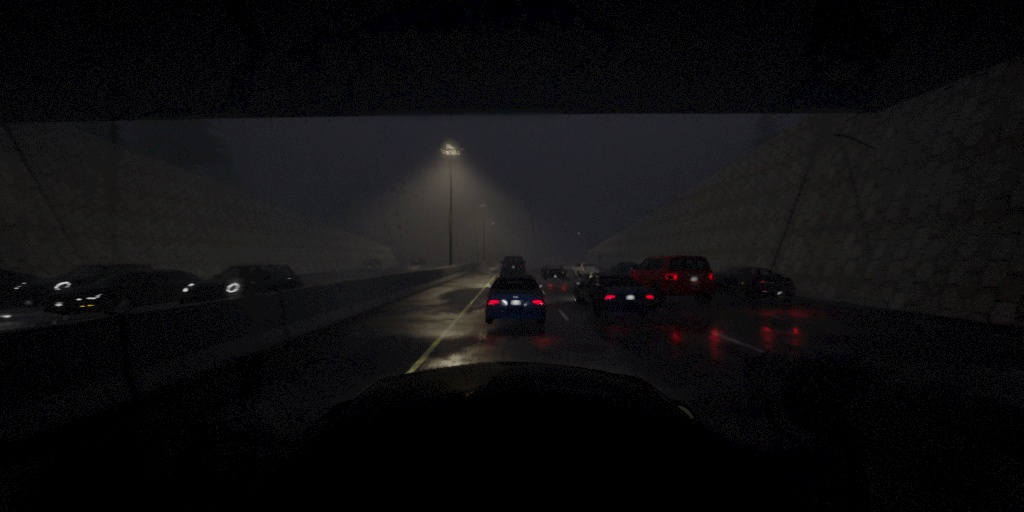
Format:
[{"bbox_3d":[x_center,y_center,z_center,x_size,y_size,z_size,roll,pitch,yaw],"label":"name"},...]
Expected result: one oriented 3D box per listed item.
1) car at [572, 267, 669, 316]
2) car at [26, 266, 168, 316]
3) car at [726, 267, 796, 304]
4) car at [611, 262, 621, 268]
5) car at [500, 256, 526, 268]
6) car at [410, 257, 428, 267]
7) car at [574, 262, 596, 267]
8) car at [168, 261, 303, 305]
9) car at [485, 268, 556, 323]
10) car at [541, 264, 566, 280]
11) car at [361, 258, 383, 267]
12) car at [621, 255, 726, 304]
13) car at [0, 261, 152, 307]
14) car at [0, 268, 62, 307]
[{"bbox_3d":[3.602,1.315,13.411,2.033,1.411,5.357,0,0,0],"label":"car"},{"bbox_3d":[-14.097,1.270,13.576,1.837,1.490,4.892,0,0,0],"label":"car"},{"bbox_3d":[10.603,1.264,16.624,2.128,1.511,4.902,0,0,0],"label":"car"},{"bbox_3d":[10.608,1.302,33.590,1.837,1.490,4.892,0,0,0],"label":"car"},{"bbox_3d":[0.108,1.016,32.696,2.150,2.045,5.566,0,0,0],"label":"car"},{"bbox_3d":[-13.987,0.938,54.021,1.837,1.490,4.892,0,0,0],"label":"car"},{"bbox_3d":[7.095,1.324,34.599,1.812,1.442,4.674,0,0,0],"label":"car"},{"bbox_3d":[-10.597,1.119,14.493,2.097,1.767,4.553,0,0,0],"label":"car"},{"bbox_3d":[0.104,1.313,12.236,2.033,1.411,5.357,0,0,0],"label":"car"},{"bbox_3d":[3.607,1.395,32.019,1.895,1.301,4.718,0,0,0],"label":"car"},{"bbox_3d":[-20.987,0.962,54.023,1.812,1.442,4.674,0,0,0],"label":"car"},{"bbox_3d":[7.102,0.993,16.632,2.150,2.045,5.566,0,0,0],"label":"car"},{"bbox_3d":[-17.596,1.119,15.287,2.097,1.767,4.553,0,0,0],"label":"car"},{"bbox_3d":[-21.096,1.269,13.611,1.837,1.490,4.892,0,0,0],"label":"car"}]
